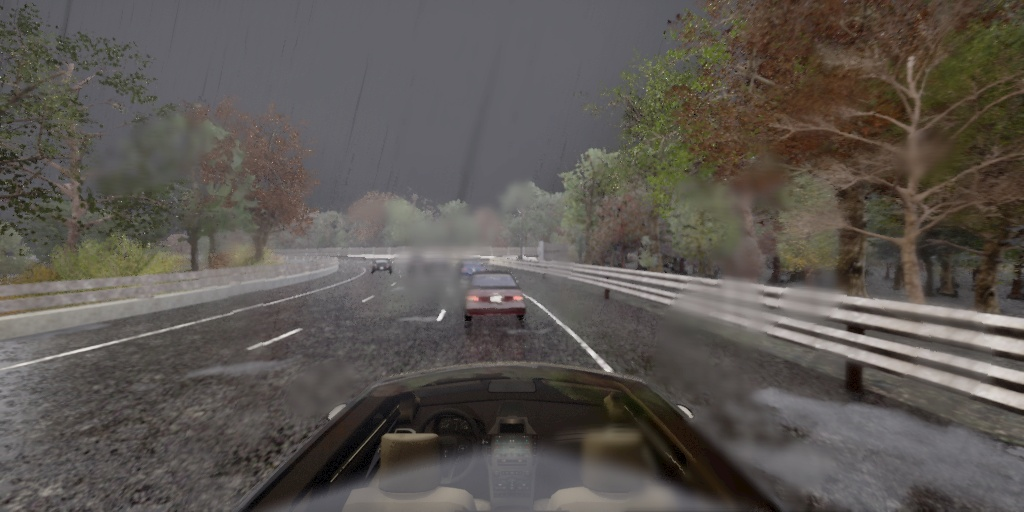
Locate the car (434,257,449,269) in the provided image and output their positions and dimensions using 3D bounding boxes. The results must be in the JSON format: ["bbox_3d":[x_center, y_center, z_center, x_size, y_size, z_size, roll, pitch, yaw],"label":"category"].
[{"bbox_3d":[-9.415,0.846,45.824,2.033,1.411,5.357,0,1,-24],"label":"car"}]

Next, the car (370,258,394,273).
[{"bbox_3d":[-13.051,0.940,36.069,1.812,1.442,4.674,0,1,-19],"label":"car"}]

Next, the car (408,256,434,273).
[{"bbox_3d":[-9.465,0.893,36.343,2.128,1.511,4.902,0,1,-18],"label":"car"}]

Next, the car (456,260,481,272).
[{"bbox_3d":[-3.280,1.023,27.978,2.033,1.411,5.357,0,1,-14],"label":"car"}]

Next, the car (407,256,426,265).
[{"bbox_3d":[-15.346,0.693,57.471,1.837,1.490,4.892,0,0,-30],"label":"car"}]

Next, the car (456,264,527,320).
[{"bbox_3d":[-0.680,1.186,12.177,2.033,1.411,5.357,0,1,-6],"label":"car"}]
